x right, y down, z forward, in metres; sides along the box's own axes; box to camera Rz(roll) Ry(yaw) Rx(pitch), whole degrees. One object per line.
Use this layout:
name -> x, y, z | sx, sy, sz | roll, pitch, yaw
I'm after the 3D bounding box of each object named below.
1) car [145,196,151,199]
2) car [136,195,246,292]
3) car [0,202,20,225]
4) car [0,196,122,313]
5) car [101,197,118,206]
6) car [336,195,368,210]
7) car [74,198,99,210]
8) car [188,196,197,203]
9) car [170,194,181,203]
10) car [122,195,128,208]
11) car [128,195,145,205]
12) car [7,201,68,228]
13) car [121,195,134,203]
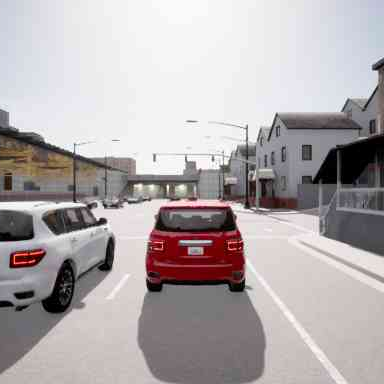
car -> -10.320, 1.517, 75.952 | 2.033, 1.411, 5.357 | 0, 0, 0
car -> 0.099, 1.221, 9.068 | 2.150, 2.045, 5.566 | 0, 0, 1
car -> -14.048, 1.505, 22.955 | 1.837, 1.490, 4.892 | 0, 0, 0
car -> -3.409, 1.221, 7.806 | 2.150, 2.045, 5.566 | 0, 0, 1
car -> -13.948, 1.526, 56.448 | 1.812, 1.442, 4.674 | 0, 0, 0
car -> 14.229, 1.057, 28.762 | 4.181, 1.385, 1.994 | -14, 0, -1
car -> -13.995, 1.564, 44.268 | 1.994, 1.385, 4.181 | 0, 0, 0
car -> 0.162, 1.503, 69.222 | 1.837, 1.490, 4.892 | 0, 0, 0
car -> -3.336, 1.352, 69.200 | 2.097, 1.767, 4.553 | 0, 0, 0
car -> -10.494, 1.488, 44.677 | 2.128, 1.511, 4.902 | 0, 0, 0
car -> -10.425, 1.548, 60.256 | 2.033, 1.411, 5.357 | 0, 0, 1
car -> -10.547, 1.477, 23.193 | 1.882, 1.535, 5.008 | 0, 0, 0
car -> -13.831, 1.498, 71.508 | 1.837, 1.490, 4.892 | 0, 0, 0
